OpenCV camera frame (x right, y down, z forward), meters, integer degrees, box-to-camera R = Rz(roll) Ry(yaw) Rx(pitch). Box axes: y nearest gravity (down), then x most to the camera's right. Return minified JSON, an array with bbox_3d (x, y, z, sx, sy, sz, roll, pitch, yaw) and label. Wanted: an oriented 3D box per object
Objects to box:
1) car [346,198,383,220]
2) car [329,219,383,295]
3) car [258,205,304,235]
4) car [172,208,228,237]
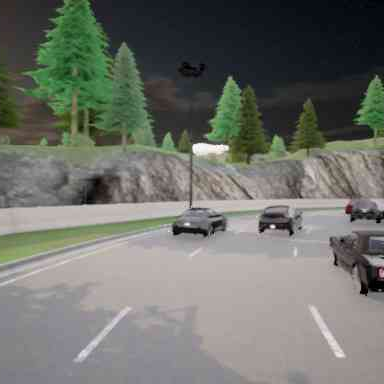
[{"bbox_3d":[14.131,1.438,26.283,2.097,1.767,4.553,1,0,39],"label":"car"},{"bbox_3d":[4.851,1.631,8.541,1.895,1.301,4.718,1,0,13],"label":"car"},{"bbox_3d":[5.182,1.522,19.176,1.837,1.490,4.892,0,0,26],"label":"car"},{"bbox_3d":[0.530,1.541,17.987,1.994,1.385,4.181,0,0,22],"label":"car"}]
